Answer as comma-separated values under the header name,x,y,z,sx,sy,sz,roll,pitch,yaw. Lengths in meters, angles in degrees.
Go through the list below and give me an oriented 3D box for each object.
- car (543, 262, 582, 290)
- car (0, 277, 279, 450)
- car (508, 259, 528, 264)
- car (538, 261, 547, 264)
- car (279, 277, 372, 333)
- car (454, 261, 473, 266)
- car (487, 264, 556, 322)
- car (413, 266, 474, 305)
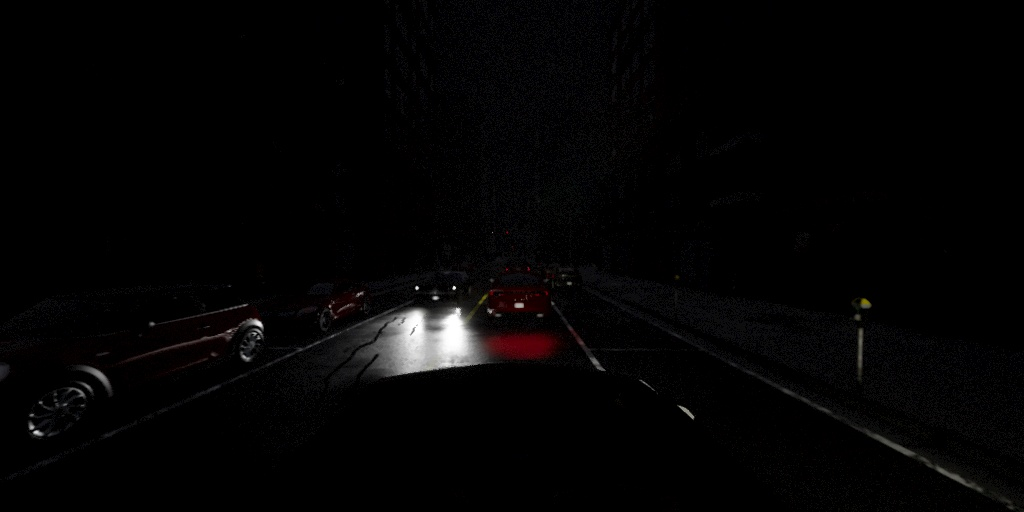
name,x,y,z,sx,sy,sz,roll,pitch,yaw
car,3.143,1.239,21.631,2.007,1.370,4.403,0,0,1
car,-5.640,1.176,4.998,1.967,1.591,4.097,0,0,1
car,0.475,1.014,28.753,2.097,1.767,4.553,0,0,1
car,3.228,1.195,27.386,1.751,1.417,4.829,0,0,1
car,-5.559,1.301,10.584,1.802,1.307,4.207,0,0,1
car,-5.154,1.169,38.509,1.888,1.381,4.507,0,0,1
car,0.234,1.196,12.243,1.882,1.535,5.008,0,0,1
car,-2.914,1.305,15.987,1.895,1.301,4.718,0,0,1
